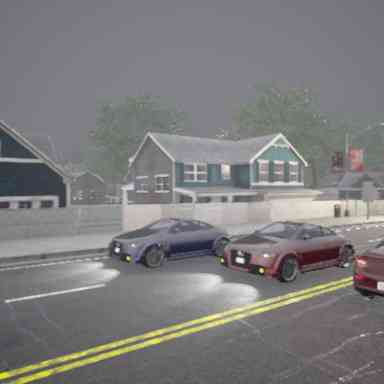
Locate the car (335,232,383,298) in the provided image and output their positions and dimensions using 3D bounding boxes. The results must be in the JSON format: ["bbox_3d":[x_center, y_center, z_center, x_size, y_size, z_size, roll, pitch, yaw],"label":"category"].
[{"bbox_3d":[5.329,1.536,7.246,4.674,1.442,1.812,0,0,-35],"label":"car"}]

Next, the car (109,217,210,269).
[{"bbox_3d":[-0.627,1.569,11.211,4.181,1.385,1.994,0,0,-35],"label":"car"}]

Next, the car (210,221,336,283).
[{"bbox_3d":[2.863,1.573,9.705,4.181,1.385,1.994,0,0,-35],"label":"car"}]
